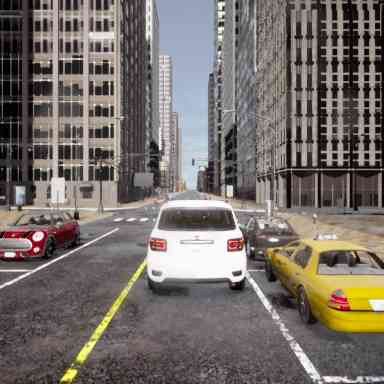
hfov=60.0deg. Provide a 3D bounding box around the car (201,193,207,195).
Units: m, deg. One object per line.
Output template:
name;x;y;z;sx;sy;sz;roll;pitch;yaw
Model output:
car;2.810;1.380;61.664;1.967;1.590;4.097;0;0;0

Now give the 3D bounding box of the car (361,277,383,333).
car;2.692;1.551;1.065;2.008;1.369;4.403;0;0;0

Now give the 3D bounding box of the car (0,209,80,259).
car;-5.684;1.437;12.405;1.967;1.590;4.097;0;0;0

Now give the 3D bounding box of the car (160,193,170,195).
car;-5.762;1.380;61.668;1.967;1.590;4.097;0;0;0

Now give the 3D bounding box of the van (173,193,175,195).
van;-5.658;1.225;84.408;1.690;1.788;3.998;0;0;0

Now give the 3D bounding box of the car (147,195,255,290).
car;0.103;1.220;9.189;2.150;2.045;5.566;0;0;0

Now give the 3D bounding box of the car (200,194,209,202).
car;2.718;1.353;73.032;1.967;1.590;4.097;0;0;0

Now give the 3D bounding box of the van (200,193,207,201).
van;2.720;1.239;78.716;1.690;1.788;3.998;0;0;0

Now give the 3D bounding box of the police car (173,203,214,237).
police car;0.103;1.497;19.109;2.038;1.542;4.974;0;0;1

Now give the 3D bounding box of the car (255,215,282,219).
car;2.696;1.548;12.403;2.008;1.369;4.403;0;0;0

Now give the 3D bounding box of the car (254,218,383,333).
car;2.694;1.525;6.905;1.752;1.417;4.829;0;0;0

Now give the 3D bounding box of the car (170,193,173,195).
car;-5.693;1.242;67.353;2.192;1.841;5.009;0;0;0
